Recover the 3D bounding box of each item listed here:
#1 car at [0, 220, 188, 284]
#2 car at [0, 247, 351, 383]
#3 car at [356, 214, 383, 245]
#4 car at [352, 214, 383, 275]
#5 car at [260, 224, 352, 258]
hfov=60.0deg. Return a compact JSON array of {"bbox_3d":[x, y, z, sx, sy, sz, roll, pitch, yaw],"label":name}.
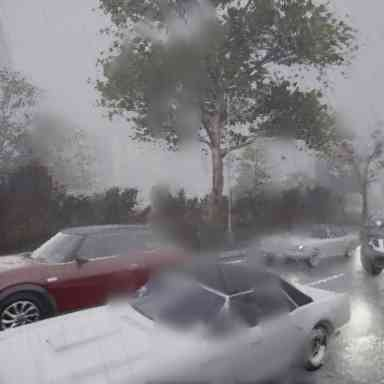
[{"bbox_3d":[-2.225,1.513,6.915,4.553,1.767,2.097,1,-2,-39],"label":"car"},{"bbox_3d":[0.048,1.699,4.174,4.718,1.301,1.895,1,-2,-40],"label":"car"},{"bbox_3d":[11.369,2.075,19.398,1.837,1.490,4.892,-1,-3,44],"label":"car"},{"bbox_3d":[7.427,1.499,10.595,5.566,2.045,2.150,2,-2,-42],"label":"car"},{"bbox_3d":[4.614,1.926,12.754,4.718,1.301,1.895,2,-2,-43],"label":"car"}]
